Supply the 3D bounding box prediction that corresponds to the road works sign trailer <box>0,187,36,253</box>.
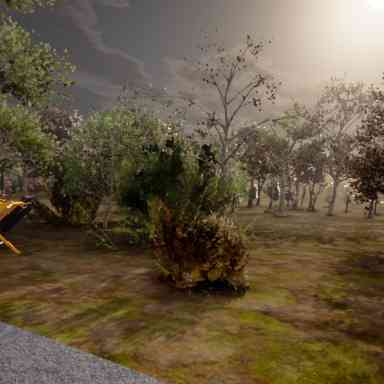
[{"bbox_3d":[-7.411,1.194,13.061,2.880,2.380,3.560,46,-7,-7],"label":"road works sign trailer"}]
